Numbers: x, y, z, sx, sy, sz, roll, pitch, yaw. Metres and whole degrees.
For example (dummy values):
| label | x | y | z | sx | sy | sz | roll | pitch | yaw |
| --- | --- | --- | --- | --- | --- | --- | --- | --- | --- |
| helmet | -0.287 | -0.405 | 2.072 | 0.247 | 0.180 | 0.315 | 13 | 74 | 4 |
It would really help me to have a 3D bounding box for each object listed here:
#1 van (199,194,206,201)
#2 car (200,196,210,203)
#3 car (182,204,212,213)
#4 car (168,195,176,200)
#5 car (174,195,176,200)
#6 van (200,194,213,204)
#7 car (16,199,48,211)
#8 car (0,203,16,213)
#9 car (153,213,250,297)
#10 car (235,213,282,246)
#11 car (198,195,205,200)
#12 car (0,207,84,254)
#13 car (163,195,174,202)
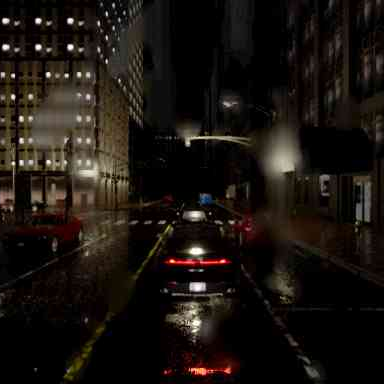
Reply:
| label | x | y | z | sx | sy | sz | roll | pitch | yaw |
| --- | --- | --- | --- | --- | --- | --- | --- | --- | --- |
| van | 2.744 | 1.308 | 86.986 | 1.690 | 1.788 | 3.998 | 0 | 0 | 0 |
| car | 2.733 | 1.530 | 69.896 | 2.008 | 1.369 | 4.403 | 0 | 0 | 0 |
| car | 0.112 | 1.561 | 17.431 | 1.994 | 1.385 | 4.181 | 0 | 0 | 0 |
| car | -5.632 | 1.528 | 92.689 | 1.947 | 1.339 | 4.313 | 0 | 0 | 0 |
| car | -5.640 | 1.537 | 81.296 | 1.947 | 1.339 | 4.313 | 0 | 0 | 0 |
| van | 2.724 | 1.325 | 58.502 | 1.690 | 1.788 | 3.998 | 0 | 0 | 0 |
| car | -18.497 | 1.496 | 37.268 | 4.403 | 1.369 | 2.008 | 0 | 0 | 1 |
| car | -18.589 | 1.306 | 28.887 | 5.009 | 1.841 | 2.192 | 0 | 0 | 1 |
| car | 0.105 | 1.503 | 8.555 | 1.837 | 1.490 | 4.892 | 0 | 0 | 0 |
| car | 2.824 | 1.579 | 14.909 | 1.802 | 1.307 | 4.206 | 0 | 0 | 0 |
| car | 2.749 | 1.544 | 92.683 | 1.802 | 1.307 | 4.206 | 0 | 0 | 0 |
| car | -5.816 | 1.542 | 13.539 | 1.887 | 1.381 | 4.507 | 0 | 0 | 0 |
| car | -5.644 | 1.520 | 75.599 | 1.887 | 1.381 | 4.507 | 0 | 0 | 0 |
